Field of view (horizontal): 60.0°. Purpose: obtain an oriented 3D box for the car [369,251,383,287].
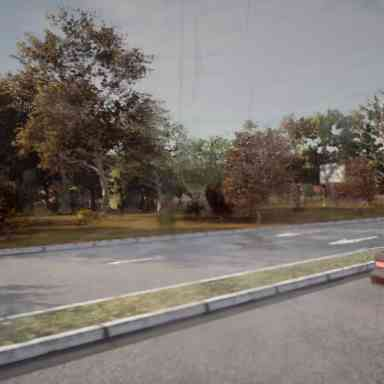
[{"bbox_3d":[6.352,1.585,7.962,5.357,1.411,2.033,0,0,-35],"label":"car"}]
